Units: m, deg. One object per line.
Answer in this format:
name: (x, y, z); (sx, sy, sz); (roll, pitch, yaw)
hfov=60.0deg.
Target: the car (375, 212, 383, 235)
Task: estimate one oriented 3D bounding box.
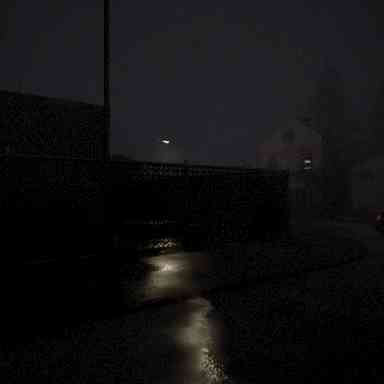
car: (11.595, 1.351, 16.162); (4.553, 1.767, 2.097); (0, 0, 43)
